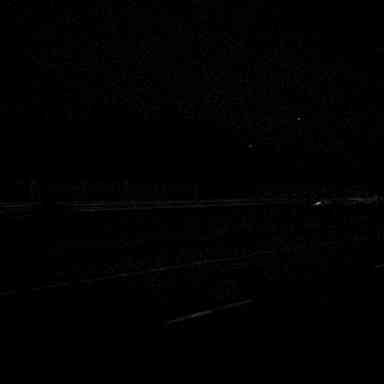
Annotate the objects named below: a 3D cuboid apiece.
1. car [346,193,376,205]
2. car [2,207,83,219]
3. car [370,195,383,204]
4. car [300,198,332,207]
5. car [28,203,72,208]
[{"bbox_3d":[24.003,1.219,46.871,5.566,2.045,2.150,0,0,-35],"label":"car"},{"bbox_3d":[-7.438,1.600,15.886,4.718,1.301,1.895,0,0,-36],"label":"car"},{"bbox_3d":[26.396,1.490,44.282,4.902,1.511,2.128,0,0,-35],"label":"car"},{"bbox_3d":[16.998,1.544,45.322,5.357,1.411,2.033,0,0,-38],"label":"car"},{"bbox_3d":[-8.538,1.563,19.398,4.181,1.385,1.994,0,0,-35],"label":"car"}]
